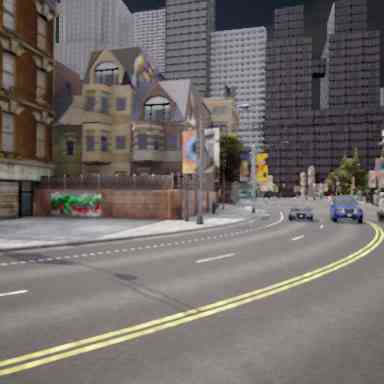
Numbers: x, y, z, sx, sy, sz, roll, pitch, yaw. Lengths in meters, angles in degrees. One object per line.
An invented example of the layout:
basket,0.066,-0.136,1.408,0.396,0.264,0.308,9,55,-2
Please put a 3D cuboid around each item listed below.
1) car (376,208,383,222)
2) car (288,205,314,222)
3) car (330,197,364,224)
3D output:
car,16.228,1.886,26.769,1.895,1.301,4.718,0,0,19
car,9.628,1.818,29.162,1.994,1.385,4.181,0,0,20
car,13.065,1.478,28.331,2.150,2.045,5.566,0,-1,19
